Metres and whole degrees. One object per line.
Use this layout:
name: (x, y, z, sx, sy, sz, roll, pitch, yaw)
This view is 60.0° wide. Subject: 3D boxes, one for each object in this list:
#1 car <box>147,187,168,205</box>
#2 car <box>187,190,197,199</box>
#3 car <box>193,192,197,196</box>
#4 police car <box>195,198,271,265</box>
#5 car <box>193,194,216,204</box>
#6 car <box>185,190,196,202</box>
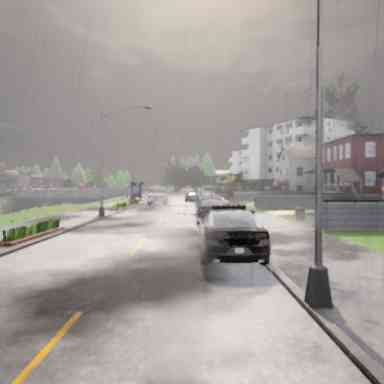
car: (-4.092, 0.484, 40.167, 2.150, 2.045, 5.566, 0, 1, 0)
car: (0.000, 0.349, 61.693, 1.882, 1.535, 5.008, 0, 1, 0)
car: (1.199, 1.012, 26.856, 1.837, 1.490, 4.892, 0, 1, 0)
police car: (1.199, 1.222, 10.968, 1.930, 1.638, 5.238, 0, 1, 0)
car: (1.199, 1.094, 20.857, 1.882, 1.535, 5.008, 0, 1, 0)
car: (0.020, 0.694, 47.469, 1.994, 1.385, 4.181, 0, 1, 0)
